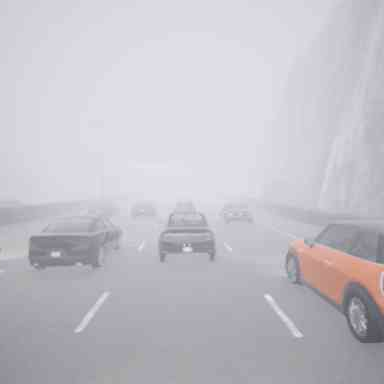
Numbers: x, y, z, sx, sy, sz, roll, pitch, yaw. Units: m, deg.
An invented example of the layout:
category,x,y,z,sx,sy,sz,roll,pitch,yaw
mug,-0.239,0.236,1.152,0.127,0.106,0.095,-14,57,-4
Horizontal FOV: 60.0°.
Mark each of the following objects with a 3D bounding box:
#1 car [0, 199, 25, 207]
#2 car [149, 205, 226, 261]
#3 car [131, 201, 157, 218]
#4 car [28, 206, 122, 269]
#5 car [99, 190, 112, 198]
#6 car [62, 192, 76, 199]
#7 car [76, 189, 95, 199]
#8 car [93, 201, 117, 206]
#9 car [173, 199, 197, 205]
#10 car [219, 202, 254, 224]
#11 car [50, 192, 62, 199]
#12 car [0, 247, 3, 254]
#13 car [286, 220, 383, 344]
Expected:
category,x,y,z,sx,sy,sz,roll,pitch,yaw
car,-18.406,1.480,33.104,1.837,1.490,4.892,-1,1,-1
car,-0.191,1.472,12.247,2.128,1.511,4.902,-1,0,-1
car,-4.114,1.456,29.142,1.994,1.385,4.181,-1,1,-1
car,-3.669,1.491,11.294,1.882,1.535,5.008,-1,0,-1
car,-19.357,0.459,74.374,2.097,1.767,4.553,-1,2,-1
car,-26.352,0.708,74.173,2.033,1.411,5.357,-1,2,-1
car,-22.820,0.394,72.828,2.150,2.045,5.566,-1,1,-1
car,-7.615,1.487,29.153,1.994,1.385,4.181,-1,1,-1
car,-0.604,1.356,28.768,2.128,1.511,4.902,-1,1,-1
car,3.020,1.430,23.493,2.033,1.411,5.357,-1,0,-1
car,-29.851,0.678,74.083,1.882,1.535,5.008,-1,2,-1
car,-7.103,1.603,8.440,2.033,1.411,5.357,-1,0,-1
car,3.433,1.315,6.539,2.097,1.767,4.553,-1,0,-1
